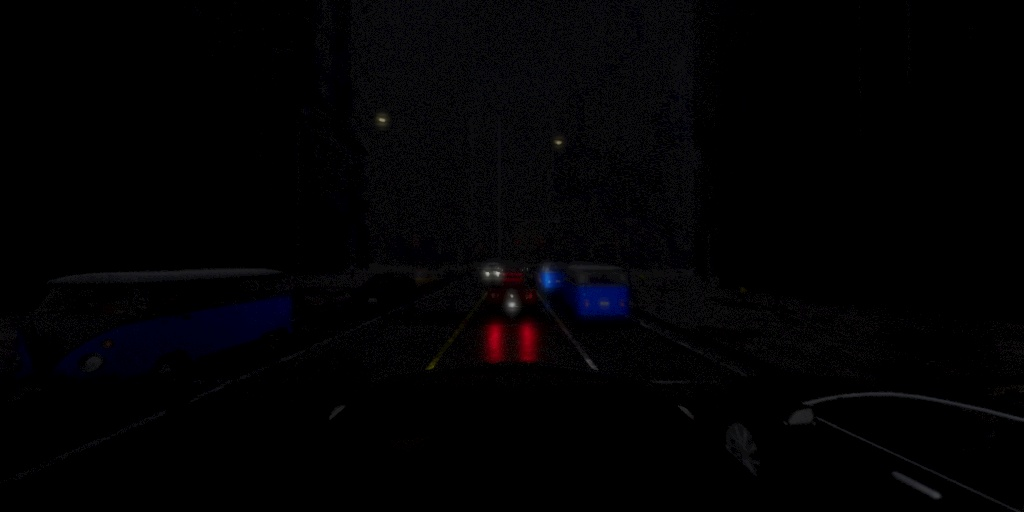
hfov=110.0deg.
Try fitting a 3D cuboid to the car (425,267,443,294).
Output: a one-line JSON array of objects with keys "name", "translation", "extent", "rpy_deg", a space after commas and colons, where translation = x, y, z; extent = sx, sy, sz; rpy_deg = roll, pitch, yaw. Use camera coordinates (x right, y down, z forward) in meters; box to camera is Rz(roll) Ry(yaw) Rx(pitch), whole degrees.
[{"name": "car", "translation": [-5.760, 1.479, 22.099], "extent": [1.751, 1.417, 4.829], "rpy_deg": [0, 0, 0]}]

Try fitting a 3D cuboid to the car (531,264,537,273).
[{"name": "car", "translation": [2.765, 1.545, 28.952], "extent": [1.751, 1.417, 4.829], "rpy_deg": [0, 0, 0]}]

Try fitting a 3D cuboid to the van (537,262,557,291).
[{"name": "van", "translation": [2.765, 1.306, 23.369], "extent": [1.690, 1.789, 3.998], "rpy_deg": [0, 0, 0]}]

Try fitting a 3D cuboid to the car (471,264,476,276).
[{"name": "car", "translation": [-5.759, 1.709, 42.873], "extent": [1.888, 1.381, 4.507], "rpy_deg": [0, 0, 0]}]

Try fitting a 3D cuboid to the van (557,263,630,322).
[{"name": "van", "translation": [2.764, 1.198, 12.543], "extent": [1.690, 1.789, 3.998], "rpy_deg": [0, 0, 0]}]

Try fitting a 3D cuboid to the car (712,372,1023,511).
[{"name": "car", "translation": [2.763, 1.301, 1.717], "extent": [2.007, 1.370, 4.403], "rpy_deg": [0, 0, 0]}]

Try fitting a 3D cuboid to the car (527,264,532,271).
[{"name": "car", "translation": [2.766, 1.641, 34.195], "extent": [1.948, 1.339, 4.313], "rpy_deg": [0, 0, 0]}]

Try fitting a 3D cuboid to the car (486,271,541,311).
[{"name": "car", "translation": [0.019, 1.484, 15.111], "extent": [1.895, 1.301, 4.718], "rpy_deg": [0, -1, 0]}]

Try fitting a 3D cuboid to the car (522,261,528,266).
[{"name": "car", "translation": [2.767, 1.776, 48.766], "extent": [2.007, 1.370, 4.403], "rpy_deg": [0, 0, 0]}]

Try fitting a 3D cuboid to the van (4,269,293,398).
[{"name": "van", "translation": [-5.762, 1.137, 6.403], "extent": [1.690, 1.789, 3.998], "rpy_deg": [0, 0, 0]}]

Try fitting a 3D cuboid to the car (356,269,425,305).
[{"name": "car", "translation": [-5.761, 1.466, 16.980], "extent": [1.948, 1.339, 4.313], "rpy_deg": [0, 0, 0]}]

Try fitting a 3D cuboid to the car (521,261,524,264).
[{"name": "car", "translation": [2.767, 1.828, 53.757], "extent": [2.007, 1.370, 4.403], "rpy_deg": [0, 0, 0]}]

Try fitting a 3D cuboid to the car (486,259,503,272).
[{"name": "car", "translation": [-3.004, 1.551, 58.373], "extent": [2.150, 2.045, 5.566], "rpy_deg": [0, -1, 0]}]

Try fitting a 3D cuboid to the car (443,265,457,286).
[{"name": "car", "translation": [-5.760, 1.557, 27.558], "extent": [2.007, 1.370, 4.403], "rpy_deg": [0, 0, 0]}]

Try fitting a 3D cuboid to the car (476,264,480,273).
[{"name": "car", "translation": [-5.758, 1.827, 53.762], "extent": [2.007, 1.370, 4.403], "rpy_deg": [0, 0, 0]}]

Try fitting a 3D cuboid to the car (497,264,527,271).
[{"name": "car", "translation": [0.025, 1.601, 30.380], "extent": [1.994, 1.385, 4.181], "rpy_deg": [0, 0, 1]}]

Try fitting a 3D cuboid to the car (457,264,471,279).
[{"name": "car", "translation": [-5.759, 1.658, 37.429], "extent": [2.007, 1.370, 4.403], "rpy_deg": [0, 0, 0]}]
